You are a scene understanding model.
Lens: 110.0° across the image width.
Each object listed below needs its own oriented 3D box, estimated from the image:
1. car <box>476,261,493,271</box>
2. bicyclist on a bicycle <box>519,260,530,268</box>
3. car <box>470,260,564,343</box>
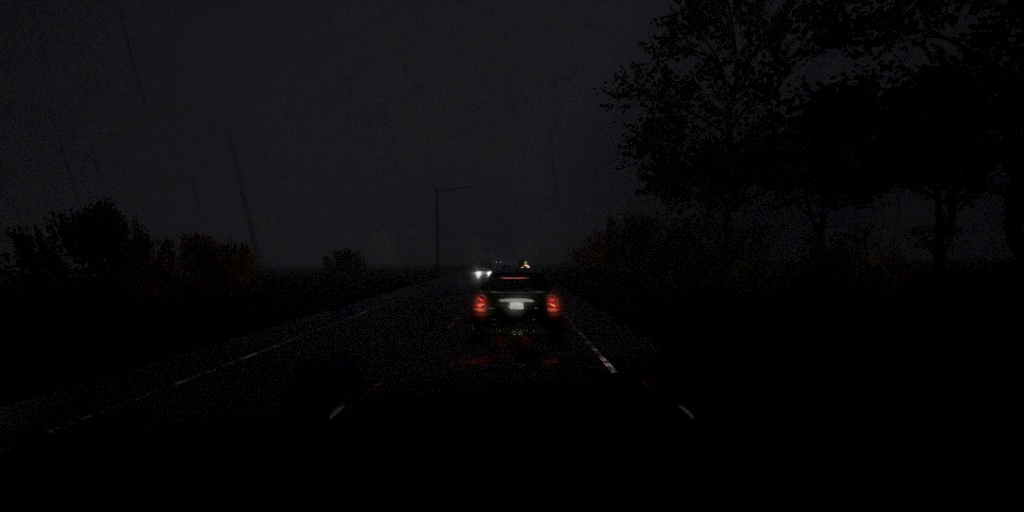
[{"bbox_3d":[-3.685,1.335,48.826,1.895,1.301,4.718,0,0,0],"label":"car"},{"bbox_3d":[0.973,1.177,25.680,0.866,1.612,1.509,0,0,1],"label":"bicyclist on a bicycle"},{"bbox_3d":[0.113,1.099,9.857,2.097,1.767,4.553,0,0,0],"label":"car"}]
